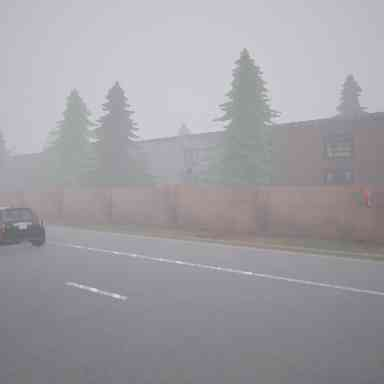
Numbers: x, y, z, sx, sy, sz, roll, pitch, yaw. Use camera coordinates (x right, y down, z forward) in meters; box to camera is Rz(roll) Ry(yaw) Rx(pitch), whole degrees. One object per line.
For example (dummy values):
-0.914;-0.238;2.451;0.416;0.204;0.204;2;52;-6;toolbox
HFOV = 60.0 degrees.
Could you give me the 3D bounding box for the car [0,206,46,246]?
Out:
-8.244;1.367;14.049;4.553;1.767;2.097;0;0;36;car
